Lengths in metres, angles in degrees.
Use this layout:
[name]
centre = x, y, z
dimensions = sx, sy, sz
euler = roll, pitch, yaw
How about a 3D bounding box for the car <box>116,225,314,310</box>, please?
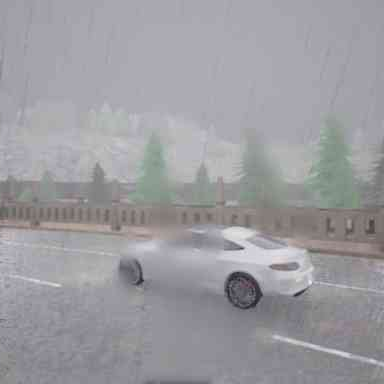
[car]
centre = 0.343, 1.502, 7.700
dimensions = 4.674, 1.442, 1.812
euler = 0, 0, 33
